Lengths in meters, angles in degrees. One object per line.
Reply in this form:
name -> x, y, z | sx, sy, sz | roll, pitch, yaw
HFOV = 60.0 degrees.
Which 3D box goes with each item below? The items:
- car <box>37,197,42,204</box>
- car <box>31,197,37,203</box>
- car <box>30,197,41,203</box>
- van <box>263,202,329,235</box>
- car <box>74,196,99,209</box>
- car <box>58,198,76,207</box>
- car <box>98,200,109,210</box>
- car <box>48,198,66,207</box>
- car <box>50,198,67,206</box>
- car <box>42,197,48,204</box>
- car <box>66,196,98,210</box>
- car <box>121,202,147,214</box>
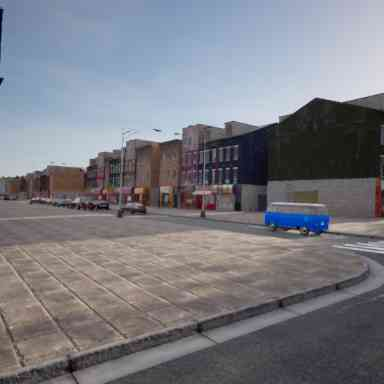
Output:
car -> -32.218, 1.950, 73.191 | 1.802, 1.307, 4.206 | 3, -2, -36
car -> -35.412, 1.836, 77.628 | 1.967, 1.590, 4.097 | 3, -2, -36
car -> -38.615, 2.008, 82.057 | 1.802, 1.307, 4.206 | 3, -2, -36
van -> 6.171, 1.553, 19.991 | 1.690, 1.788, 3.998 | 3, -2, -36
car -> -16.216, 1.575, 51.030 | 2.192, 1.841, 5.009 | 3, -2, -36
car -> -22.621, 1.841, 59.892 | 1.887, 1.381, 4.507 | 3, -2, -36
car -> -13.025, 1.811, 46.590 | 1.947, 1.339, 4.313 | 3, -2, -36
car -> -20.686, 1.708, 52.711 | 2.033, 1.411, 5.357 | 3, -2, -36
car -> -25.819, 1.884, 64.324 | 1.947, 1.339, 4.313 | 3, -2, -36
car -> -29.116, 1.869, 68.897 | 1.752, 1.417, 4.829 | 3, -2, -36
car -> -14.860, 1.488, 44.738 | 2.097, 1.767, 4.553 | 3, -2, -35
car -> -6.630, 1.806, 37.722 | 1.802, 1.307, 4.206 | 3, -2, -36
